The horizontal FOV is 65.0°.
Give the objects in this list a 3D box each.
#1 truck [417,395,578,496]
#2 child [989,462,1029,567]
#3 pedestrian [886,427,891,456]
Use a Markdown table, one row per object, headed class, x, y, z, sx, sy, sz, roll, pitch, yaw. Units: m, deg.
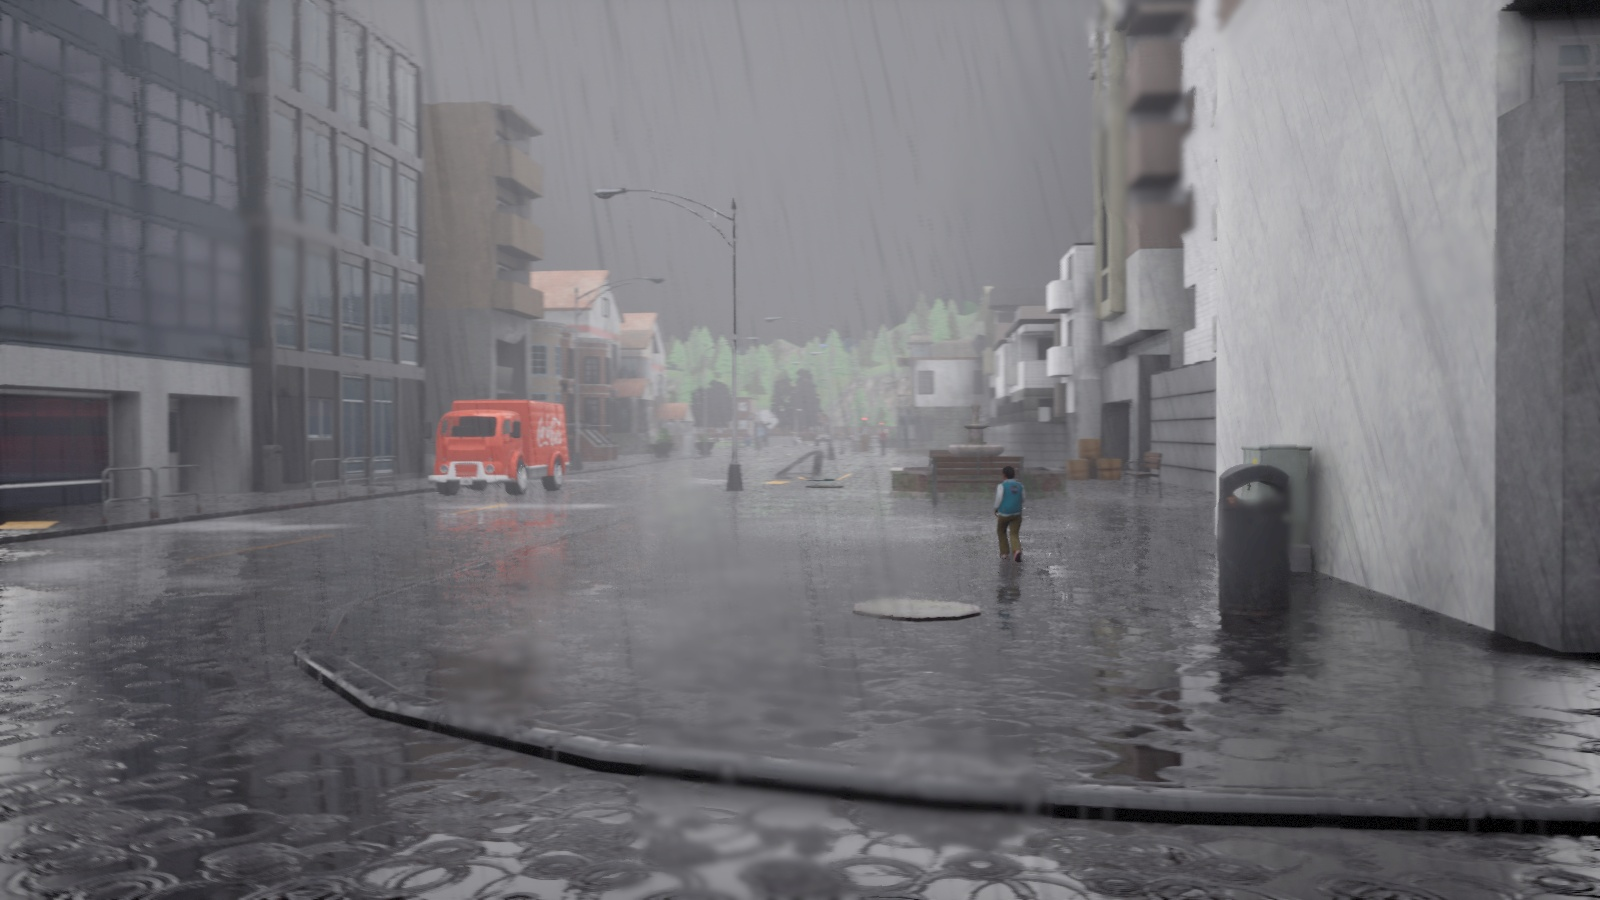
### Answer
| class | x | y | z | sx | sy | sz | roll | pitch | yaw |
| --- | --- | --- | --- | --- | --- | --- | --- | --- | --- |
| truck | -7.919 | -0.151 | 33.556 | 2.627 | 2.467 | 5.204 | 0 | 1 | 5 |
| child | 2.410 | 0.736 | 14.513 | 0.343 | 1.192 | 0.448 | 0 | 1 | -6 |
| pedestrian | 5.604 | -0.526 | 79.491 | 0.331 | 1.846 | 0.636 | 0 | 1 | 4 |
